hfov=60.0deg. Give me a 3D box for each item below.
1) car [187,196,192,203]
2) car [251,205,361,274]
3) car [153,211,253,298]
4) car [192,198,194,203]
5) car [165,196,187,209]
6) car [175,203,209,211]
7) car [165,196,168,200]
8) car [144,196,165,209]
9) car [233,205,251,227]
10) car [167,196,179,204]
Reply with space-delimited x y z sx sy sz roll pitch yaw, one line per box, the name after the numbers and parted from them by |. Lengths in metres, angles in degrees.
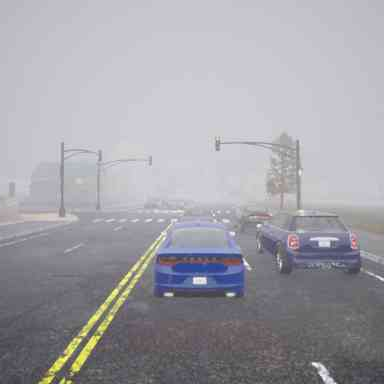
-1.560 1.656 56.329 1.994 1.385 4.181 0 0 3 | car
3.439 1.358 10.694 2.097 1.767 4.553 0 0 1 | car
0.160 1.483 8.598 1.882 1.535 5.008 0 0 0 | car
-0.621 1.656 68.879 1.812 1.442 4.674 0 0 4 | car
-2.133 1.670 46.358 1.895 1.301 4.718 0 0 3 | car
0.307 1.562 18.411 2.033 1.411 5.357 0 0 1 | car
-4.824 1.448 56.096 2.097 1.767 4.553 0 0 3 | car
-5.389 1.576 46.255 1.837 1.490 4.892 0 0 3 | car
3.596 1.520 19.846 1.837 1.490 4.892 0 0 1 | car
-3.908 1.612 68.547 1.882 1.535 5.008 0 0 4 | car
